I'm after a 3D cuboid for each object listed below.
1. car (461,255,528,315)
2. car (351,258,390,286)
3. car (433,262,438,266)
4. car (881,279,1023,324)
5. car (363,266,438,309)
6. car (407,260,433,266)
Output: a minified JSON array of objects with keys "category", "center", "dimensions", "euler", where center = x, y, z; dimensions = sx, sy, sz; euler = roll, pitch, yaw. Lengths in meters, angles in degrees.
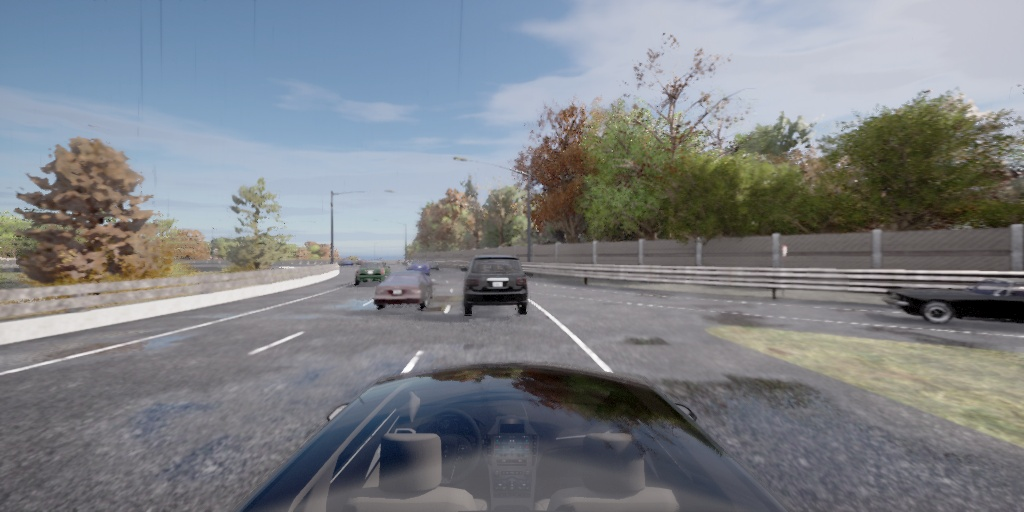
[{"category":"car","center":[-0.767,0.977,13.826],"dimensions":[2.150,2.045,5.566],"euler":[0,0,-7]},{"category":"car","center":[-10.158,1.158,26.512],"dimensions":[2.097,1.767,4.553],"euler":[0,0,-13]},{"category":"car","center":[-11.928,1.383,51.317],"dimensions":[1.994,1.385,4.181],"euler":[0,0,-26]},{"category":"car","center":[13.807,1.280,10.048],"dimensions":[4.718,1.301,1.895],"euler":[0,0,33]},{"category":"car","center":[-4.370,1.322,15.110],"dimensions":[2.033,1.411,5.357],"euler":[0,0,-8]},{"category":"car","center":[-9.889,1.159,37.816],"dimensions":[2.097,1.767,4.553],"euler":[0,0,-19]}]
